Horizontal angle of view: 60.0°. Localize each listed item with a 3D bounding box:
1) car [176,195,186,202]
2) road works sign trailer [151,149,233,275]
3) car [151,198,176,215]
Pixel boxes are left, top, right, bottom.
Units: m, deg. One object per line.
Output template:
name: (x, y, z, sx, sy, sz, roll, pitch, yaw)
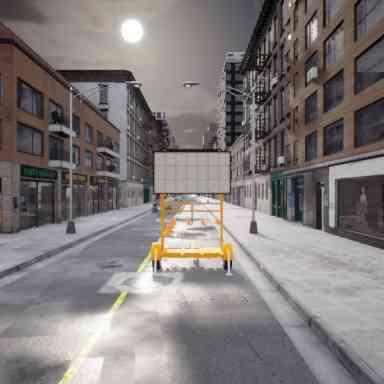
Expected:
car: (-2.969, 1.620, 75.790, 1.812, 1.442, 4.674, 0, 0, 0)
road works sign trailer: (0.004, 0.467, 10.393, 2.380, 3.560, 2.880, 0, 0, 0)
car: (-3.086, 1.518, 34.693, 2.128, 1.511, 4.902, 0, 0, 0)
